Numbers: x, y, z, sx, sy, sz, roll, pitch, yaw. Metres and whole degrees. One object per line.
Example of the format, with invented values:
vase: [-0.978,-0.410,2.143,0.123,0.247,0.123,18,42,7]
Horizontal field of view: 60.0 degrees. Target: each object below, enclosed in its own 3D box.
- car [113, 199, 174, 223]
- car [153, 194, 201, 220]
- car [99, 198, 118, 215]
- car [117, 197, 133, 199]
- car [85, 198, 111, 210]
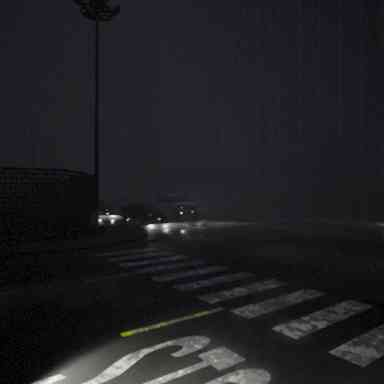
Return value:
car: [-3.883,1.532,25.756,2.033,1.411,5.357,0,0,-36]
car: [-1.562,1.219,28.524,2.150,2.045,5.566,0,0,-36]
car: [-9.256,1.549,33.238,1.994,1.385,4.181,0,0,-36]
car: [-7.156,1.349,36.309,2.097,1.767,4.553,0,0,-36]
car: [-12.342,1.561,43.530,1.994,1.385,4.181,0,0,-35]
